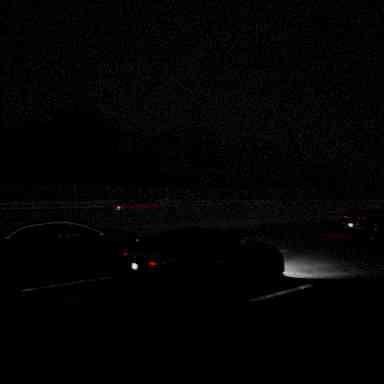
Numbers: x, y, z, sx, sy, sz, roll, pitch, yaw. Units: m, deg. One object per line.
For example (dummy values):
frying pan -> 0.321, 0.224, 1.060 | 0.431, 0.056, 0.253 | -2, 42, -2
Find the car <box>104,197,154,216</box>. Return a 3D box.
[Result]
car -> -6.391, 1.418, 33.832 | 4.553, 1.767, 2.097 | 0, 0, -35

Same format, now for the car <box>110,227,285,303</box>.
car -> 0.398, 1.578, 8.333 | 4.181, 1.385, 1.994 | 0, 0, -36

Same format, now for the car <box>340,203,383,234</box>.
car -> 10.915, 1.627, 20.142 | 4.892, 1.490, 1.837 | 1, 0, -36

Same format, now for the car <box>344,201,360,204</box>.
car -> 21.804, 1.914, 45.273 | 4.181, 1.385, 1.994 | 1, 0, -35

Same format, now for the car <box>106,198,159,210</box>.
car -> -5.269, 1.409, 30.333 | 4.553, 1.767, 2.097 | 0, 0, -36

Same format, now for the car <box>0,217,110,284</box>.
car -> -3.803, 1.497, 9.634 | 4.902, 1.511, 2.128 | 0, 0, -36

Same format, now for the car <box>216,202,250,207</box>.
car -> 3.194, 1.597, 27.775 | 4.902, 1.511, 2.128 | 1, 0, -36
